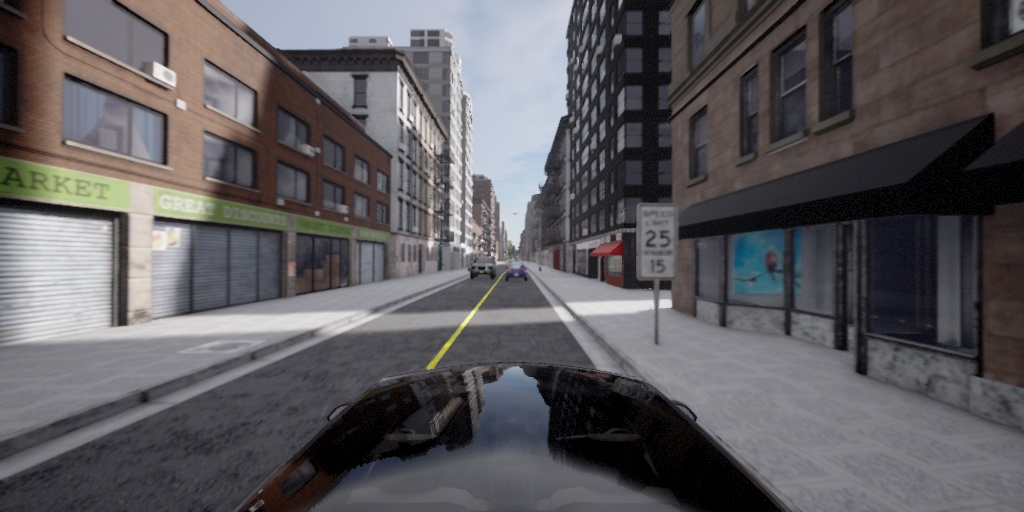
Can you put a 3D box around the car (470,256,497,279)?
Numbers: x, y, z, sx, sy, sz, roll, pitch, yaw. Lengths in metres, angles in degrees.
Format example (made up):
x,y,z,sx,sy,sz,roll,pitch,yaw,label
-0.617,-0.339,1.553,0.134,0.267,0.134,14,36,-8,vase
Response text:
x,y,z,sx,sy,sz,roll,pitch,yaw,label
-2.628,1.064,34.065,2.150,2.045,5.566,0,0,1,car

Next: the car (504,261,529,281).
x,y,z,sx,sy,sz,roll,pitch,yaw,label
0.407,1.375,31.669,1.812,1.442,4.674,0,0,1,car
